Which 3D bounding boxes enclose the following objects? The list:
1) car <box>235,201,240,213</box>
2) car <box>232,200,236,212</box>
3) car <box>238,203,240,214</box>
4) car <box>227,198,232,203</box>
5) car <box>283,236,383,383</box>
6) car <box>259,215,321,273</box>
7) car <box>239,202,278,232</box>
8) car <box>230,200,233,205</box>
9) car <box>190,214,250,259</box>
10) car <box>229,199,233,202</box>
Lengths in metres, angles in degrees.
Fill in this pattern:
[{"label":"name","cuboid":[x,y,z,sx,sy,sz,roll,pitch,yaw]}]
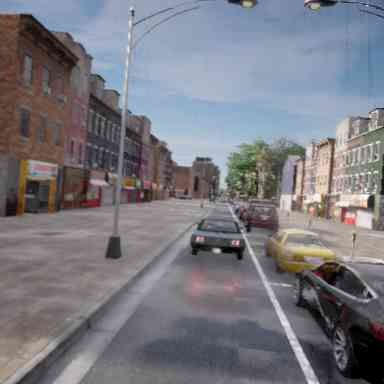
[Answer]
[{"label":"car","cuboid":[5.666,1.953,33.559,1.967,1.590,4.097,4,0,6]},{"label":"car","cuboid":[6.742,2.075,44.752,1.967,1.590,4.097,4,0,6]},{"label":"car","cuboid":[5.137,1.983,28.131,1.752,1.417,4.829,4,0,6]},{"label":"car","cuboid":[10.495,2.705,83.921,1.947,1.339,4.313,4,0,6]},{"label":"car","cuboid":[2.962,1.809,5.577,1.947,1.339,4.313,4,0,6]},{"label":"car","cuboid":[3.521,1.821,11.343,1.752,1.417,4.829,4,0,6]},{"label":"car","cuboid":[4.597,1.716,22.367,2.192,1.841,5.009,4,0,6]},{"label":"car","cuboid":[7.272,2.251,50.346,2.008,1.369,4.403,4,0,6]},{"label":"car","cuboid":[1.078,1.706,13.410,1.895,1.301,4.718,5,0,6]},{"label":"car","cuboid":[8.348,2.386,61.539,2.008,1.369,4.403,4,0,6]}]
